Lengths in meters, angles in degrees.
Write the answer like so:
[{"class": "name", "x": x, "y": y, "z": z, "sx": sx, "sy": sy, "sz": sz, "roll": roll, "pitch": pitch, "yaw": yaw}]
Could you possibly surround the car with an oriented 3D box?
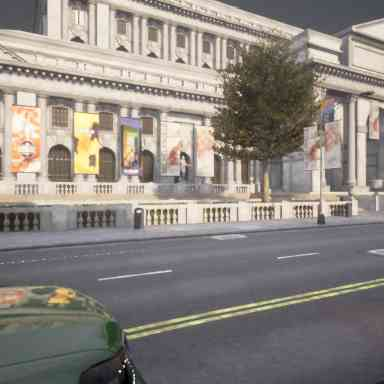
[{"class": "car", "x": -2.904, "y": 1.221, "z": 1.492, "sx": 5.566, "sy": 2.045, "sz": 2.150, "roll": 0, "pitch": 0, "yaw": -37}]
